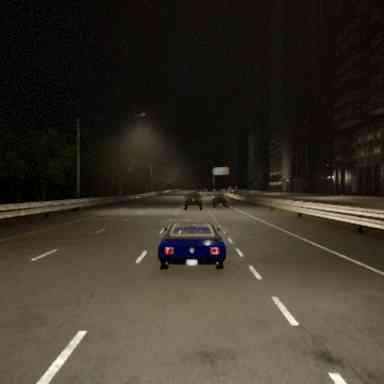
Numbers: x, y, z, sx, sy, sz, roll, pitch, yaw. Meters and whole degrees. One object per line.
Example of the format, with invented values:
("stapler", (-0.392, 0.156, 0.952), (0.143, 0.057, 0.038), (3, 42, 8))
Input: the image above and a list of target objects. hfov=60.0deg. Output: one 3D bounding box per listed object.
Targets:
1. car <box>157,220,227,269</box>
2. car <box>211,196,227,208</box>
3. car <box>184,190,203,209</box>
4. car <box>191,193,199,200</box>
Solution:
("car", (0.006, 1.592, 11.092), (1.895, 1.301, 4.718), (0, 0, 0))
("car", (3.813, 1.371, 46.814), (1.837, 1.490, 4.892), (0, 0, 1))
("car", (0.178, 1.105, 42.712), (2.150, 2.045, 5.566), (0, 0, 0))
("car", (0.632, 1.043, 78.769), (1.812, 1.442, 4.674), (0, 1, 1))
